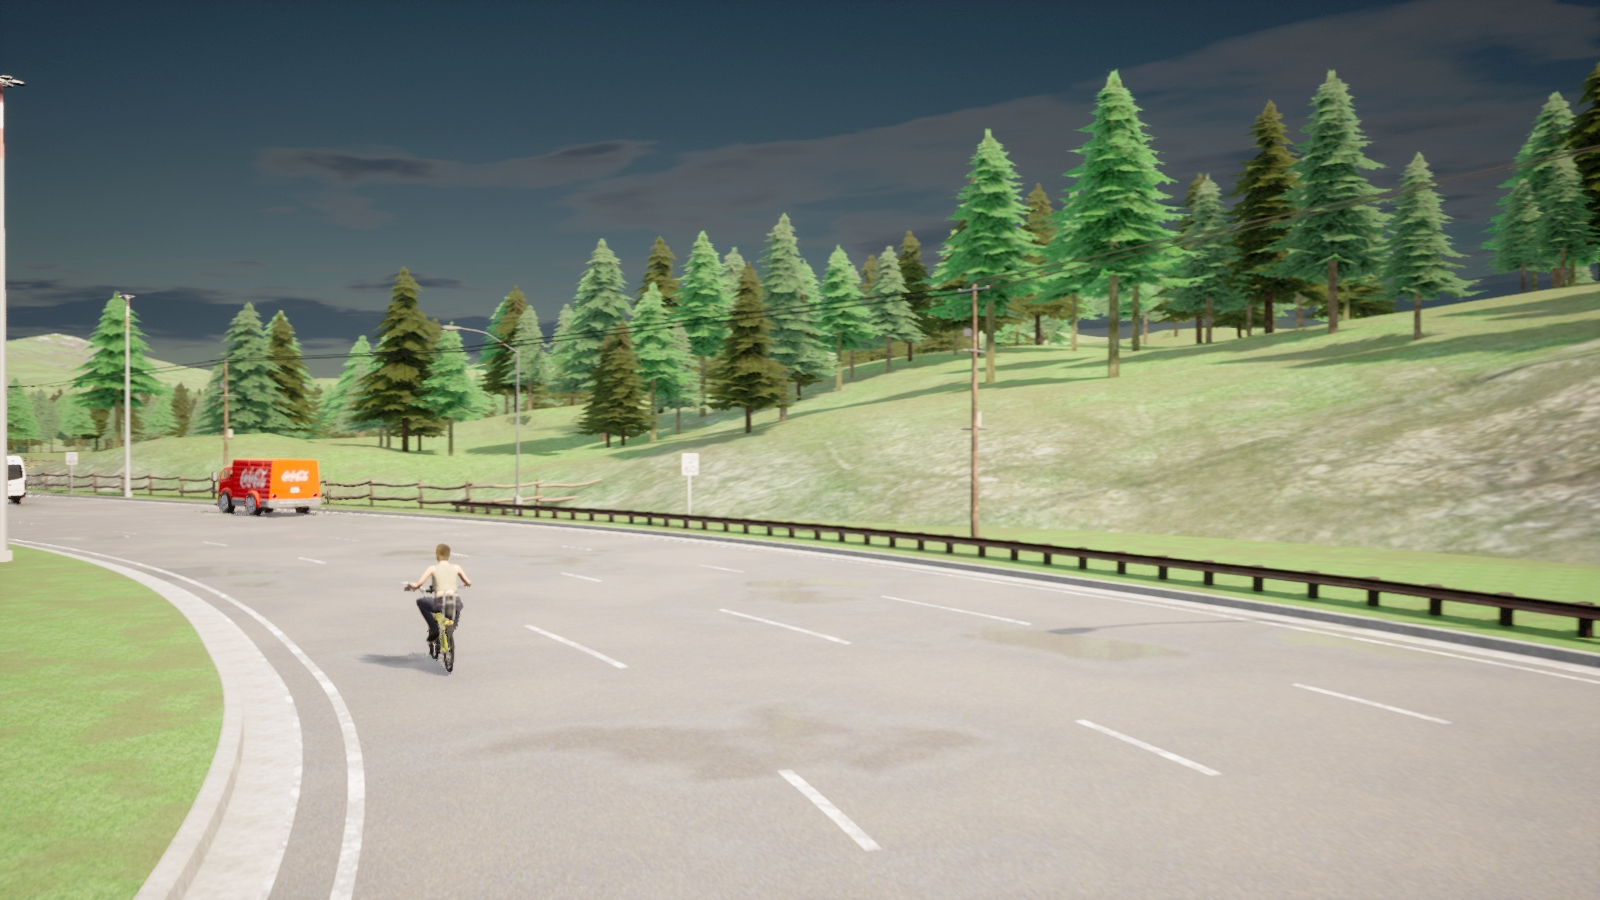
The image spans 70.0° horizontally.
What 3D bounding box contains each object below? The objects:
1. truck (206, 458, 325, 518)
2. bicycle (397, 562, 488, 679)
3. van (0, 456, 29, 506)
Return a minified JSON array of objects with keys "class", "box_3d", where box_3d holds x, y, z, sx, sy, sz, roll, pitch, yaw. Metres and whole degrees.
[{"class":"truck","box_3d":[-23.647,1.607,50.470,5.204,2.467,2.627,0,0,37]},{"class":"bicycle","box_3d":[-4.657,2.169,14.836,0.859,1.276,1.487,0,0,-28]},{"class":"van","box_3d":[-43.335,1.584,60.754,5.915,2.561,1.988,0,0,37]}]
